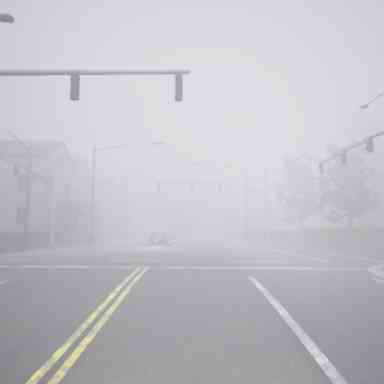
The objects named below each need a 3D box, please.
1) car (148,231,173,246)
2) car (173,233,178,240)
[{"bbox_3d":[-3.496,4.871,35.204,2.128,1.511,4.902,0,-7,0],"label":"car"},{"bbox_3d":[-3.494,7.909,59.272,1.994,1.385,4.181,0,-7,0],"label":"car"}]
